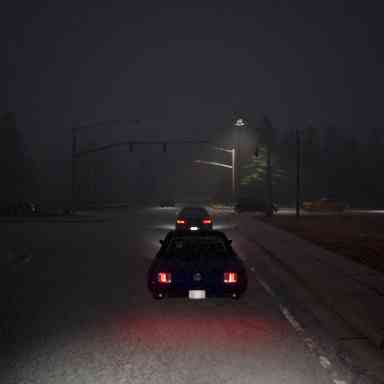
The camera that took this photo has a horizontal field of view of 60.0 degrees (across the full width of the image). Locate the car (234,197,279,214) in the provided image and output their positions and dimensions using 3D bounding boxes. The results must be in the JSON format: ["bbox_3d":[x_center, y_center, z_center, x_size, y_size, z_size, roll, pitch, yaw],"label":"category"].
[{"bbox_3d":[6.620,1.343,34.570,4.553,1.767,2.097,0,0,5],"label":"car"}]

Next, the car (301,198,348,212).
[{"bbox_3d":[15.150,1.464,38.126,5.008,1.535,1.882,0,0,1],"label":"car"}]

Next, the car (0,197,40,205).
[{"bbox_3d":[-18.343,1.355,35.028,4.553,1.767,2.097,0,0,1],"label":"car"}]

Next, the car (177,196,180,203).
[{"bbox_3d":[-3.578,1.473,60.404,1.812,1.442,4.674,0,0,0],"label":"car"}]

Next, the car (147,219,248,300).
[{"bbox_3d":[0.099,1.594,8.341,1.895,1.301,4.718,0,0,0],"label":"car"}]

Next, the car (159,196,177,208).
[{"bbox_3d":[-3.600,1.523,48.175,1.994,1.385,4.181,0,0,0],"label":"car"}]

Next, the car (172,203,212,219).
[{"bbox_3d":[0.099,1.508,17.396,1.812,1.442,4.674,0,0,0],"label":"car"}]
